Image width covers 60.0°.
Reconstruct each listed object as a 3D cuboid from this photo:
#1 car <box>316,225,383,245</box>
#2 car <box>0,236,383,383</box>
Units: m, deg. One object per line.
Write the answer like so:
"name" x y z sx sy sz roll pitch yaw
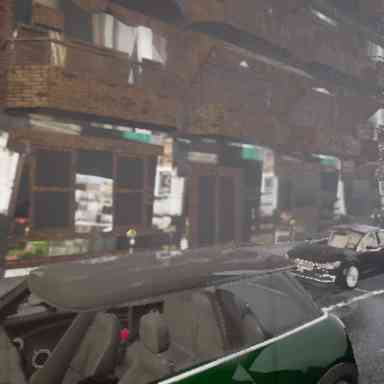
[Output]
"car" 4.361 1.624 9.186 4.403 1.369 2.008 1 0 -35
"car" -0.755 1.358 2.532 4.553 1.767 2.097 1 0 -35
